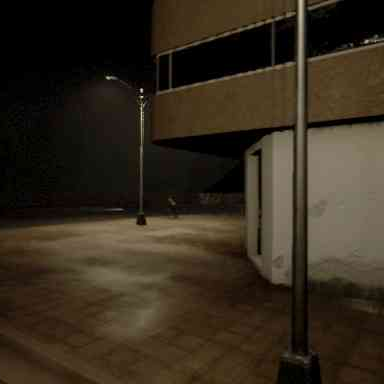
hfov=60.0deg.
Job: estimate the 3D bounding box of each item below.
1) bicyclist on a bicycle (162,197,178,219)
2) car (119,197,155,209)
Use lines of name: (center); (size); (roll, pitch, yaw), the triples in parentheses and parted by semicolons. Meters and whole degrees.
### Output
bicyclist on a bicycle: (-1.577, 1.148, 24.136); (1.656, 1.620, 0.582); (0, 0, 42)
car: (-6.589, 1.326, 39.944); (4.181, 1.385, 1.994); (0, 0, -36)
